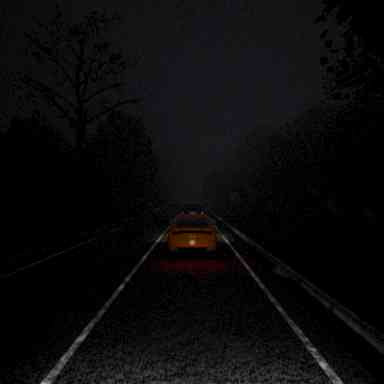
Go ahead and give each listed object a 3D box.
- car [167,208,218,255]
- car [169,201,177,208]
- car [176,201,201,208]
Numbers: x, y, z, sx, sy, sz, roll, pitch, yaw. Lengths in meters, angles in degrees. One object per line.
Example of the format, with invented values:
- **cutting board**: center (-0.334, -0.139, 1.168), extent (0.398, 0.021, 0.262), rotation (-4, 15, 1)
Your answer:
- **car**: center (0.036, 1.672, 14.279), extent (1.882, 1.535, 5.008), rotation (0, -1, 1)
- **car**: center (-3.481, 2.389, 64.608), extent (1.812, 1.442, 4.674), rotation (0, -1, 1)
- **car**: center (0.038, 1.782, 28.433), extent (2.097, 1.767, 4.553), rotation (0, -1, 0)
